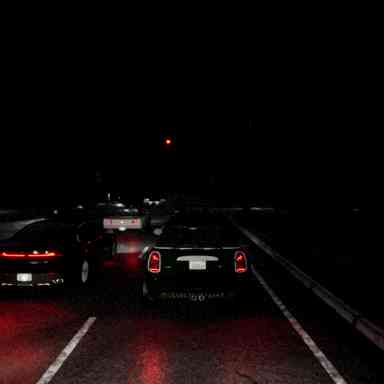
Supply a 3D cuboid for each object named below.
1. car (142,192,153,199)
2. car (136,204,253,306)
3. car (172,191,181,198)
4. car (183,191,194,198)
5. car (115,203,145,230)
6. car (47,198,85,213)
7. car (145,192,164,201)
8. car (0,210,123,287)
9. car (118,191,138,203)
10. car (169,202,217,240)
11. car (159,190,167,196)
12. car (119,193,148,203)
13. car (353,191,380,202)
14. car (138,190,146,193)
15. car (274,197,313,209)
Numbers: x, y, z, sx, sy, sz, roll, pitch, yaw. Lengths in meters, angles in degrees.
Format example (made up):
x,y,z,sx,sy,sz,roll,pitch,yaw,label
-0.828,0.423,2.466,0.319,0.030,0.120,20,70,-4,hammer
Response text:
x,y,z,sx,sy,sz,roll,pitch,yaw,label
-10.890,0.777,82.100,2.128,1.511,4.902,0,1,-2,car
0.098,1.323,8.118,2.097,1.767,4.553,0,0,0,car
-4.046,0.693,85.626,1.837,1.490,4.892,0,1,-4,car
-0.571,0.709,86.123,1.812,1.442,4.674,0,1,-4,car
-3.412,1.487,18.496,1.895,1.301,4.718,0,0,0,car
-10.618,1.291,28.344,2.128,1.511,4.902,0,0,0,car
-7.109,1.036,63.309,2.033,1.411,5.357,0,1,0,car
-3.403,1.468,9.175,1.837,1.490,4.892,0,0,0,car
-10.627,0.929,54.033,2.097,1.767,4.553,0,0,0,car
0.083,1.388,17.315,2.128,1.511,4.902,0,0,1,car
-7.791,0.293,89.603,2.033,1.411,5.357,0,1,-4,car
-7.126,1.235,41.316,2.033,1.411,5.357,0,0,0,car
21.927,0.922,39.732,5.566,2.045,2.150,0,1,-3,car
-10.571,0.656,68.465,2.150,2.045,5.566,0,1,0,car
12.176,1.307,39.178,4.718,1.301,1.895,0,1,-3,car
